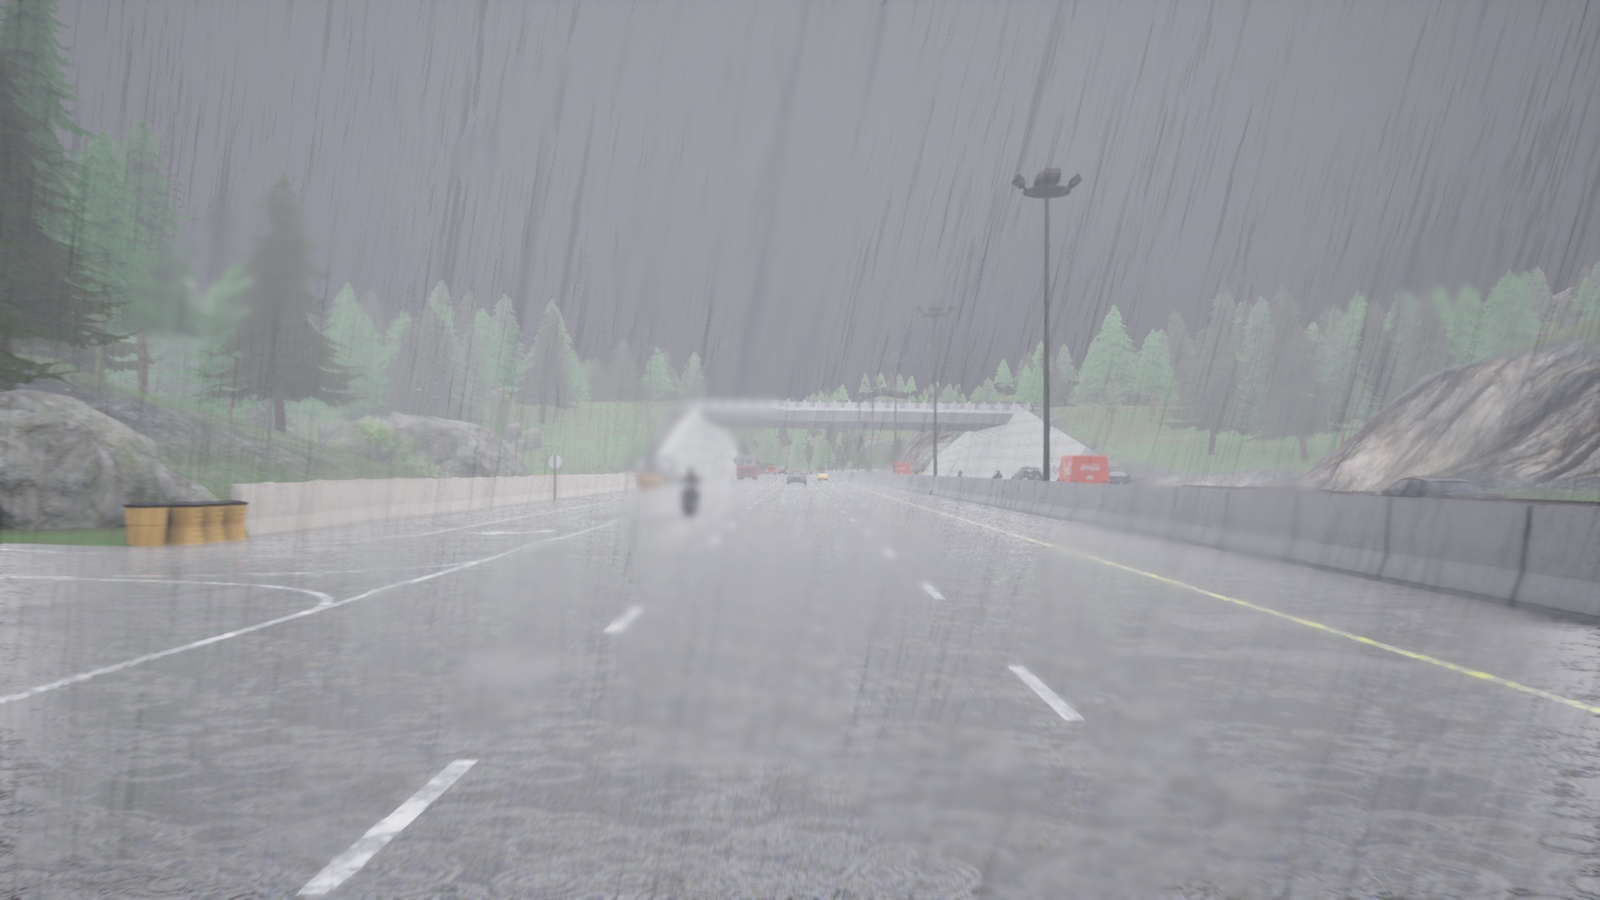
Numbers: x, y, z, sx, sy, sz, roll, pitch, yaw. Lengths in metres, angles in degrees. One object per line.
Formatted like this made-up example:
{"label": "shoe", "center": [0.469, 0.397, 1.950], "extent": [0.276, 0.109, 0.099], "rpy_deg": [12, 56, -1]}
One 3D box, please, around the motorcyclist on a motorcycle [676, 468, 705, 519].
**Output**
{"label": "motorcyclist on a motorcycle", "center": [-3.600, 1.416, 41.463], "extent": [0.766, 1.649, 2.350], "rpy_deg": [0, -1, 0]}

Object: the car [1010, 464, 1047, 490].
{"label": "car", "center": [17.270, 2.028, 95.217], "extent": [1.932, 1.855, 4.605], "rpy_deg": [0, -1, 0]}

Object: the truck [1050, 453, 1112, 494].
{"label": "truck", "center": [17.311, 1.449, 77.560], "extent": [2.627, 2.467, 5.204], "rpy_deg": [0, -1, 0]}

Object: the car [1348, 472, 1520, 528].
{"label": "car", "center": [17.416, 1.328, 34.860], "extent": [2.033, 1.411, 5.357], "rpy_deg": [0, -1, 0]}
